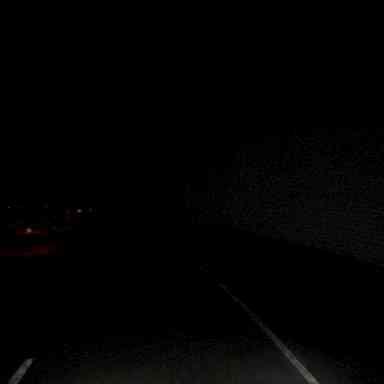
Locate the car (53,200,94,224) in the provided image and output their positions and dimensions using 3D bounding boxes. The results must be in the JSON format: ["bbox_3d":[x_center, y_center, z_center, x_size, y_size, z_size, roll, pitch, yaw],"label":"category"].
[{"bbox_3d":[-9.056,1.423,25.598,2.097,1.767,4.553,0,0,-29],"label":"car"}]

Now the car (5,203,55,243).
[{"bbox_3d":[-8.133,1.529,16.645,1.882,1.535,5.008,0,0,-25],"label":"car"}]

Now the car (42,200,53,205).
[{"bbox_3d":[-16.833,1.663,39.132,2.033,1.411,5.357,0,0,-30],"label":"car"}]

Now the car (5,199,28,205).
[{"bbox_3d":[-16.614,1.451,31.787,2.097,1.767,4.553,0,0,-30],"label":"car"}]
